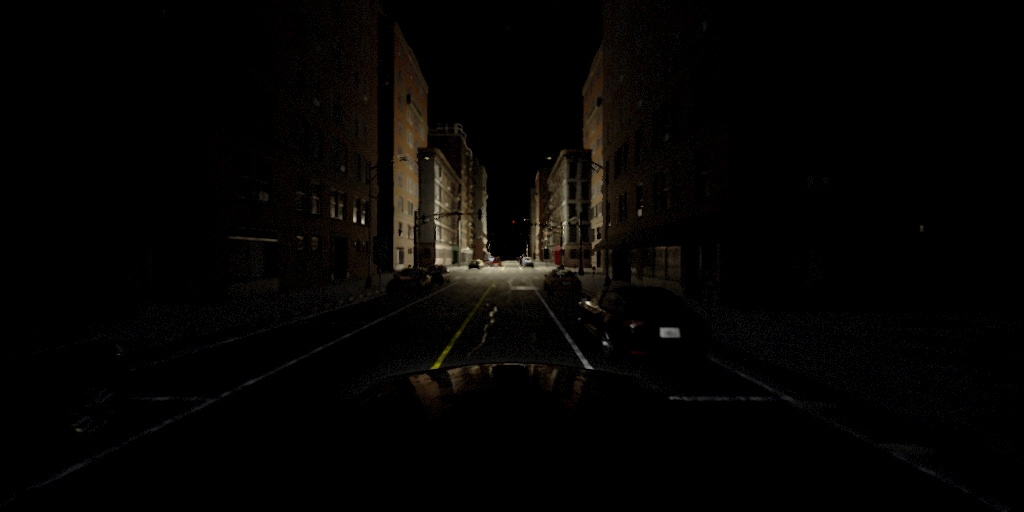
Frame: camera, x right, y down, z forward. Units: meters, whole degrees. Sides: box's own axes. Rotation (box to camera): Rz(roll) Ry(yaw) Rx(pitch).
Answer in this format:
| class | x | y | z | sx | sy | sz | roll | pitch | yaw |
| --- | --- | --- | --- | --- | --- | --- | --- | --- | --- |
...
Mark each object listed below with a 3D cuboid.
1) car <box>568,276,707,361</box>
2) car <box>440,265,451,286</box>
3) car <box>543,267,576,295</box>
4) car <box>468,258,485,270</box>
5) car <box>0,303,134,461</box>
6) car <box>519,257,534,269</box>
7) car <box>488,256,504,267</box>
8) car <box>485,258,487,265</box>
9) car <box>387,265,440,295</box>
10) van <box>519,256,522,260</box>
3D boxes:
| class | x | y | z | sx | sy | sz | roll | pitch | yaw |
| --- | --- | --- | --- | --- | --- | --- | --- | --- | --- |
| car | 2.636 | 1.314 | 8.065 | 1.948 | 1.339 | 4.313 | 0 | 0 | 0 |
| car | -5.393 | 1.290 | 25.106 | 2.007 | 1.370 | 4.403 | 0 | 0 | 0 |
| car | 2.633 | 1.269 | 19.597 | 1.751 | 1.417 | 4.829 | 0 | 0 | 0 |
| car | -5.401 | 1.275 | 51.982 | 2.007 | 1.370 | 4.403 | 0 | 0 | 0 |
| car | -5.388 | 1.189 | 2.379 | 1.967 | 1.591 | 4.097 | 0 | 0 | 0 |
| car | 2.626 | 1.272 | 57.391 | 2.007 | 1.370 | 4.403 | 0 | 0 | 0 |
| car | -2.765 | 1.266 | 63.228 | 1.812 | 1.442 | 4.674 | 0 | 1 | 0 |
| car | -5.408 | 1.246 | 57.218 | 1.751 | 1.417 | 4.829 | 0 | 0 | 0 |
| car | -5.392 | 1.325 | 19.424 | 1.802 | 1.307 | 4.207 | 0 | 0 | 0 |
| van | 2.627 | 1.059 | 62.797 | 1.690 | 1.789 | 3.998 | 0 | 0 | 0 |
